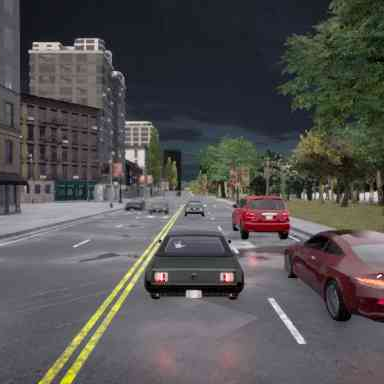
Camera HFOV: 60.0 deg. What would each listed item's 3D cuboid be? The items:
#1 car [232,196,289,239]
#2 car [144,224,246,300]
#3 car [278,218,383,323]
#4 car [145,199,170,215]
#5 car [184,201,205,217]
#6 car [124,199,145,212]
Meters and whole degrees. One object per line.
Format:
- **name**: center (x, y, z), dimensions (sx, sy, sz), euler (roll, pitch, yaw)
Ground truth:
- **car**: center (3.406, 1.216, 17.269), dimensions (2.150, 2.045, 5.566), euler (0, 0, 0)
- **car**: center (0.073, 1.599, 8.374), dimensions (1.895, 1.301, 4.718), euler (0, 0, 1)
- **car**: center (3.374, 1.524, 7.092), dimensions (1.812, 1.442, 4.674), euler (0, 0, 1)
- **car**: center (-3.223, 1.489, 33.377), dimensions (1.837, 1.490, 4.892), euler (0, 0, 0)
- **car**: center (0.218, 1.533, 31.427), dimensions (2.033, 1.411, 5.357), euler (0, 0, 0)
- **car**: center (-6.450, 1.527, 38.529), dimensions (2.033, 1.411, 5.357), euler (0, 0, 0)
